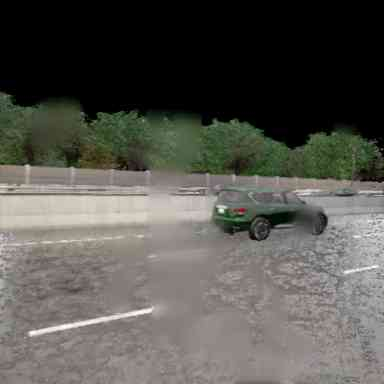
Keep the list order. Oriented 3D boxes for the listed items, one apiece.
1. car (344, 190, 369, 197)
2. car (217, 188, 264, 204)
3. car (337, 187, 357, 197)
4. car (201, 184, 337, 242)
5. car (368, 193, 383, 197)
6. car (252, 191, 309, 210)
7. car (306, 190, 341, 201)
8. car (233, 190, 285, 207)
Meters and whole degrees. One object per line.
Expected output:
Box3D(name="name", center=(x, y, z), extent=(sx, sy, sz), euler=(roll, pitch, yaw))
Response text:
Box3D(name="car", center=(21.939, 0.845, 42.422), extent=(4.181, 1.385, 1.994), euler=(1, 2, -31))
Box3D(name="car", center=(5.326, 0.447, 36.221), extent=(5.008, 1.535, 1.882), euler=(1, 2, -32))
Box3D(name="car", center=(20.624, 0.354, 45.692), extent=(5.566, 2.045, 2.150), euler=(0, 2, -31))
Box3D(name="car", center=(3.410, 0.843, 14.361), extent=(5.566, 2.045, 2.150), euler=(1, 2, -32))
Box3D(name="car", center=(23.145, 0.992, 39.057), extent=(4.181, 1.385, 1.994), euler=(1, 2, -31))
Box3D(name="car", center=(7.932, 0.742, 29.619), extent=(5.008, 1.535, 1.882), euler=(1, 2, -32))
Box3D(name="car", center=(19.402, 0.535, 49.043), extent=(5.357, 1.411, 2.033), euler=(1, 2, -32))
Box3D(name="car", center=(6.697, 0.595, 32.962), extent=(5.008, 1.535, 1.882), euler=(1, 2, -32))
